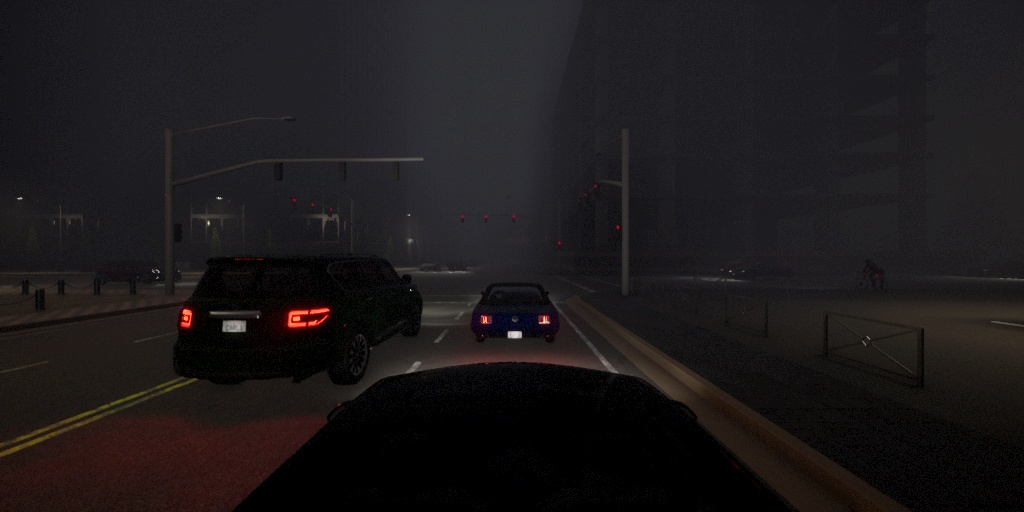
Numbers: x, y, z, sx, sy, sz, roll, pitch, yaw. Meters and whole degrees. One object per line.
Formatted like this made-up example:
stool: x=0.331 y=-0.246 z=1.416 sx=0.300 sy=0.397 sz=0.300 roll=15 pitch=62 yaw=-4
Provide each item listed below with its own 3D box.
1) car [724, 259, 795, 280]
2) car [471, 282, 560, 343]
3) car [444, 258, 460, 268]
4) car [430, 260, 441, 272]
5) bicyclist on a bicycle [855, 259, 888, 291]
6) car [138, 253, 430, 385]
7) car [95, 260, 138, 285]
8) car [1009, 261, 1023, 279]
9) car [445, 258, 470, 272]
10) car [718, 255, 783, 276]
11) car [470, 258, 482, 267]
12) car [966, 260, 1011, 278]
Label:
car: x=20.434 y=1.213 z=29.282 sx=4.674 sy=1.442 sz=1.812 roll=0 pitch=0 yaw=-1
car: x=0.080 y=1.349 z=9.666 sx=1.895 sy=1.301 sz=4.718 roll=0 pitch=0 yaw=0
car: x=-10.555 y=1.212 z=63.326 sx=1.882 sy=1.535 sz=5.008 roll=0 pitch=0 yaw=0
car: x=-10.593 y=1.265 z=46.790 sx=1.812 sy=1.442 sz=4.674 roll=0 pitch=0 yaw=0
bicyclist on a bicycle: x=18.331 y=0.994 z=18.310 sx=0.582 sy=1.620 sz=1.656 roll=0 pitch=0 yaw=0
car: x=-3.438 y=0.970 z=7.152 sx=2.150 sy=2.045 sz=5.566 roll=0 pitch=0 yaw=0
car: x=-26.067 y=1.042 z=25.133 sx=4.553 sy=1.767 sz=2.097 roll=0 pitch=0 yaw=0
car: x=44.321 y=1.252 z=29.318 sx=4.181 sy=1.385 sz=1.994 roll=0 pitch=0 yaw=0
car: x=-7.091 y=1.303 z=46.938 sx=1.994 sy=1.385 sz=4.181 roll=0 pitch=0 yaw=0
car: x=21.959 y=0.908 z=32.807 sx=5.566 sy=2.045 sz=2.150 roll=0 pitch=0 yaw=0
car: x=-7.050 y=1.282 z=63.683 sx=2.033 sy=1.411 sz=5.357 roll=0 pitch=0 yaw=1
car: x=44.773 y=1.164 z=32.816 sx=5.008 sy=1.535 sz=1.882 roll=0 pitch=0 yaw=0
